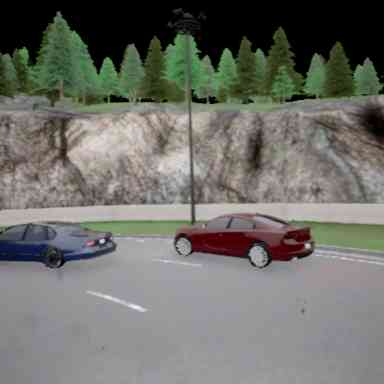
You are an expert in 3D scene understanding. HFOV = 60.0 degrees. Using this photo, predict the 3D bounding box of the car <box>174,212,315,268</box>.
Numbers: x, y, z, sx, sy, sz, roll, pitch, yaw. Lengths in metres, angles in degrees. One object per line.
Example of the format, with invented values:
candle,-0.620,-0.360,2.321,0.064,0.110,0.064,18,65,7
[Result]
car,1.494,1.430,11.150,5.008,1.535,1.882,-2,-1,44

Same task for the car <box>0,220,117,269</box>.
car,-5.295,1.711,11.448,5.357,1.411,2.033,-2,0,17
